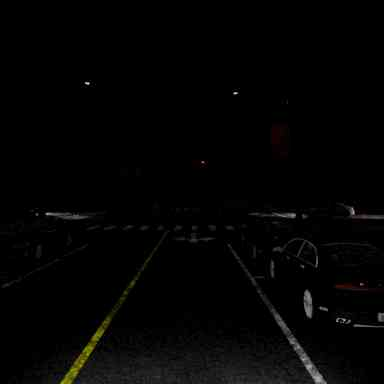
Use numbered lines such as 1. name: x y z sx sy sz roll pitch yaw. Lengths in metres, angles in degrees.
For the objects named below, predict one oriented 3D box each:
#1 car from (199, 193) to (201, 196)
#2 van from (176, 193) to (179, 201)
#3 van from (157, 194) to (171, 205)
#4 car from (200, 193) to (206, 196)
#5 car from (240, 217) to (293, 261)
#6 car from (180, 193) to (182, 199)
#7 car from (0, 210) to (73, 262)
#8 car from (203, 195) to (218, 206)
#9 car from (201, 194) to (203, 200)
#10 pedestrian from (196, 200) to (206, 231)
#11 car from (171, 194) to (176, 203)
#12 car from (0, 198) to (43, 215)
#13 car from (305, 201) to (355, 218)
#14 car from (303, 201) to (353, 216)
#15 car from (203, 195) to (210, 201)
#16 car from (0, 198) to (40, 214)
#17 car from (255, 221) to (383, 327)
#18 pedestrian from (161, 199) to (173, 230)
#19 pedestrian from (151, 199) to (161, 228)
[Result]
1. car: 3.788 1.477 92.685 1.967 1.590 4.097 0 0 1
2. van: -4.894 1.372 81.778 1.690 1.788 3.998 0 0 1
3. van: -5.210 1.360 59.730 1.690 1.788 3.998 0 0 1
4. car: 3.472 1.339 70.635 2.192 1.841 5.009 0 0 1
5. car: 2.825 1.552 11.916 2.008 1.369 4.403 0 0 0
6. car: -4.736 1.352 92.802 2.192 1.841 5.009 0 0 1
7. car: -5.700 1.552 11.964 2.008 1.369 4.403 0 0 0
8. car: 3.235 1.566 54.098 2.008 1.369 4.403 0 0 1
9. car: 3.393 1.572 65.123 2.008 1.369 4.403 0 0 1
10. pedestrian: 0.489 1.296 19.201 0.375 1.860 0.375 0 0 0
11. car: -5.052 1.590 70.754 1.947 1.339 4.313 0 0 1
12. car: -16.346 1.300 30.811 4.181 1.385 1.994 1 0 -1
13. car: 14.071 1.816 33.964 4.674 1.442 1.812 1 0 1
14. car: 15.150 1.822 37.224 4.892 1.490 1.837 1 0 0
15. car: 3.711 1.559 87.343 1.752 1.417 4.829 0 0 1
16. car: -15.600 1.235 27.471 4.902 1.511 2.128 1 0 2
17. car: 2.799 1.551 6.924 2.008 1.369 4.403 0 0 0
18. pedestrian: -1.487 1.297 19.819 0.375 1.860 0.375 0 0 0
19. pedestrian: -2.255 1.297 20.420 0.375 1.860 0.375 0 0 0
